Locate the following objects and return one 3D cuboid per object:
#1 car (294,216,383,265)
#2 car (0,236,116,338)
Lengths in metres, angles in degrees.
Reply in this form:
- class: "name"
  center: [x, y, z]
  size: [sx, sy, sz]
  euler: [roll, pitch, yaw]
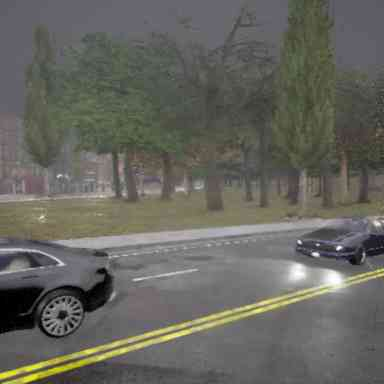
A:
- class: "car"
  center: [6.035, 1.570, 11.915]
  size: [5.357, 1.411, 2.033]
  euler: [0, 0, -35]
- class: "car"
  center: [-3.624, 1.493, 5.029]
  size: [4.902, 1.511, 2.128]
  euler: [0, 0, -35]
